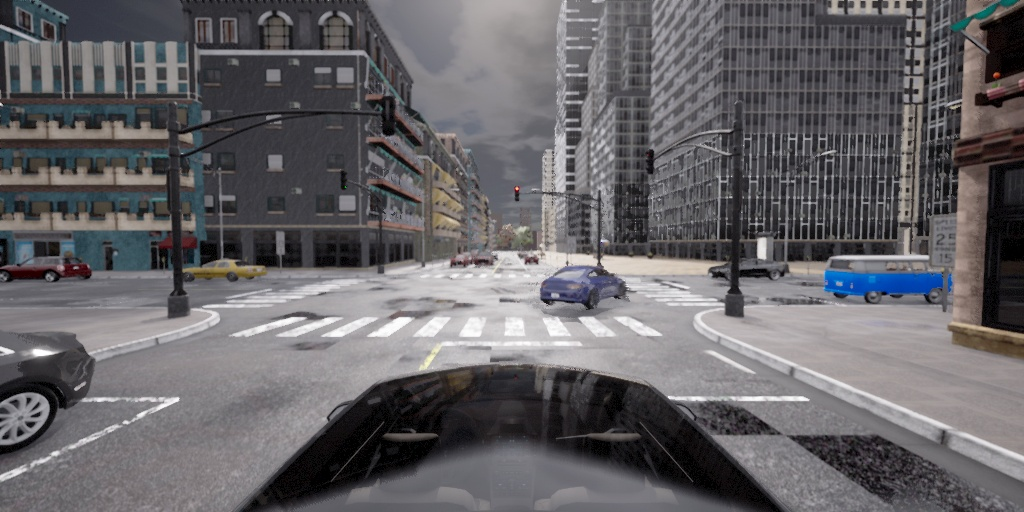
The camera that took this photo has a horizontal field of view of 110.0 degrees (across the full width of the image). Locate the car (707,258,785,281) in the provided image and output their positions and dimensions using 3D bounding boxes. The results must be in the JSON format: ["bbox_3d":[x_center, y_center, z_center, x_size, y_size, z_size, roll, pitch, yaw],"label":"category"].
[{"bbox_3d":[14.589,0.789,22.433,4.313,1.339,1.948,0,0,0],"label":"car"}]

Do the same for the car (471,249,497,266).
[{"bbox_3d":[-3.266,0.246,42.515,2.097,1.767,4.553,0,1,0],"label":"car"}]

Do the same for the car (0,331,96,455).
[{"bbox_3d":[-5.691,1.286,2.315,2.007,1.370,4.403,0,0,0],"label":"car"}]

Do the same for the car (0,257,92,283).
[{"bbox_3d":[-28.867,0.755,22.175,4.097,1.591,1.967,0,0,0],"label":"car"}]

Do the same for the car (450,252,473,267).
[{"bbox_3d":[-5.856,0.483,40.372,1.888,1.381,4.507,0,0,0],"label":"car"}]

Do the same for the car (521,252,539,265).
[{"bbox_3d":[2.466,0.366,46.113,1.888,1.381,4.507,0,0,0],"label":"car"}]

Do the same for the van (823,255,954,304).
[{"bbox_3d":[14.638,0.864,14.057,3.998,1.789,1.690,0,0,0],"label":"van"}]

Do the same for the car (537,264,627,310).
[{"bbox_3d":[2.820,1.077,13.796,1.812,1.442,4.674,0,2,37],"label":"car"}]

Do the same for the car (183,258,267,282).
[{"bbox_3d":[-17.969,0.814,22.239,4.829,1.417,1.751,0,0,0],"label":"car"}]

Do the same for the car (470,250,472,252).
[{"bbox_3d":[-5.881,0.260,46.020,1.967,1.591,4.097,0,0,0],"label":"car"}]
